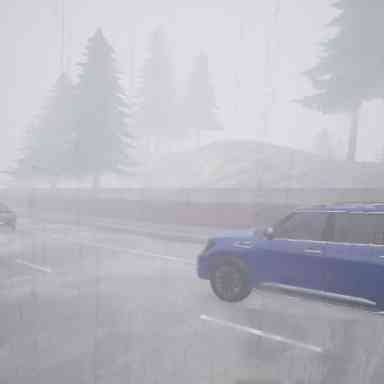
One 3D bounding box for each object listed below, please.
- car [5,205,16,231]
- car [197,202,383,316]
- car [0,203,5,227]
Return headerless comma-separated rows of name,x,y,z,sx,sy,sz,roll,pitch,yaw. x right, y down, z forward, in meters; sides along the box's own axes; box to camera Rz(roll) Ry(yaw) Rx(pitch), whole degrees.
car,-11.497,1.364,18.719,4.902,1.511,2.128,1,0,44
car,2.752,1.214,6.405,5.566,2.045,2.150,0,0,37
car,-8.158,1.270,10.807,4.553,1.767,2.097,0,0,41
